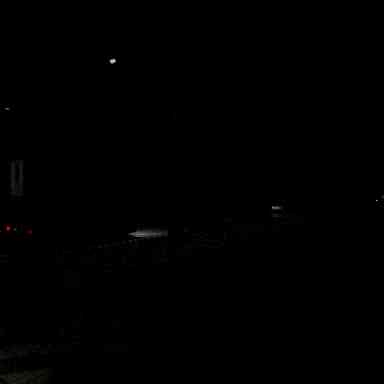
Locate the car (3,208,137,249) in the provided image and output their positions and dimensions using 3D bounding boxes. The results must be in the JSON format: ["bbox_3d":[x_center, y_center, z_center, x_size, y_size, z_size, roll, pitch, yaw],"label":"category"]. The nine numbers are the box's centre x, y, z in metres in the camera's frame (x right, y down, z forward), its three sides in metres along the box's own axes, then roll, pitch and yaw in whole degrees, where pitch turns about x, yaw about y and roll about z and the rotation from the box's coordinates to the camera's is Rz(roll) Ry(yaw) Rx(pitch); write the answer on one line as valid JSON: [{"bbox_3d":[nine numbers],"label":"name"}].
[{"bbox_3d":[-4.741,1.386,13.773,2.033,1.411,5.357,0,0,35],"label":"car"}]

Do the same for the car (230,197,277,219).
[{"bbox_3d":[4.946,1.334,27.469,1.882,1.535,5.008,0,0,35],"label":"car"}]

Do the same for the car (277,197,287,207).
[{"bbox_3d":[12.540,1.415,49.455,1.812,1.442,4.674,0,0,35],"label":"car"}]
